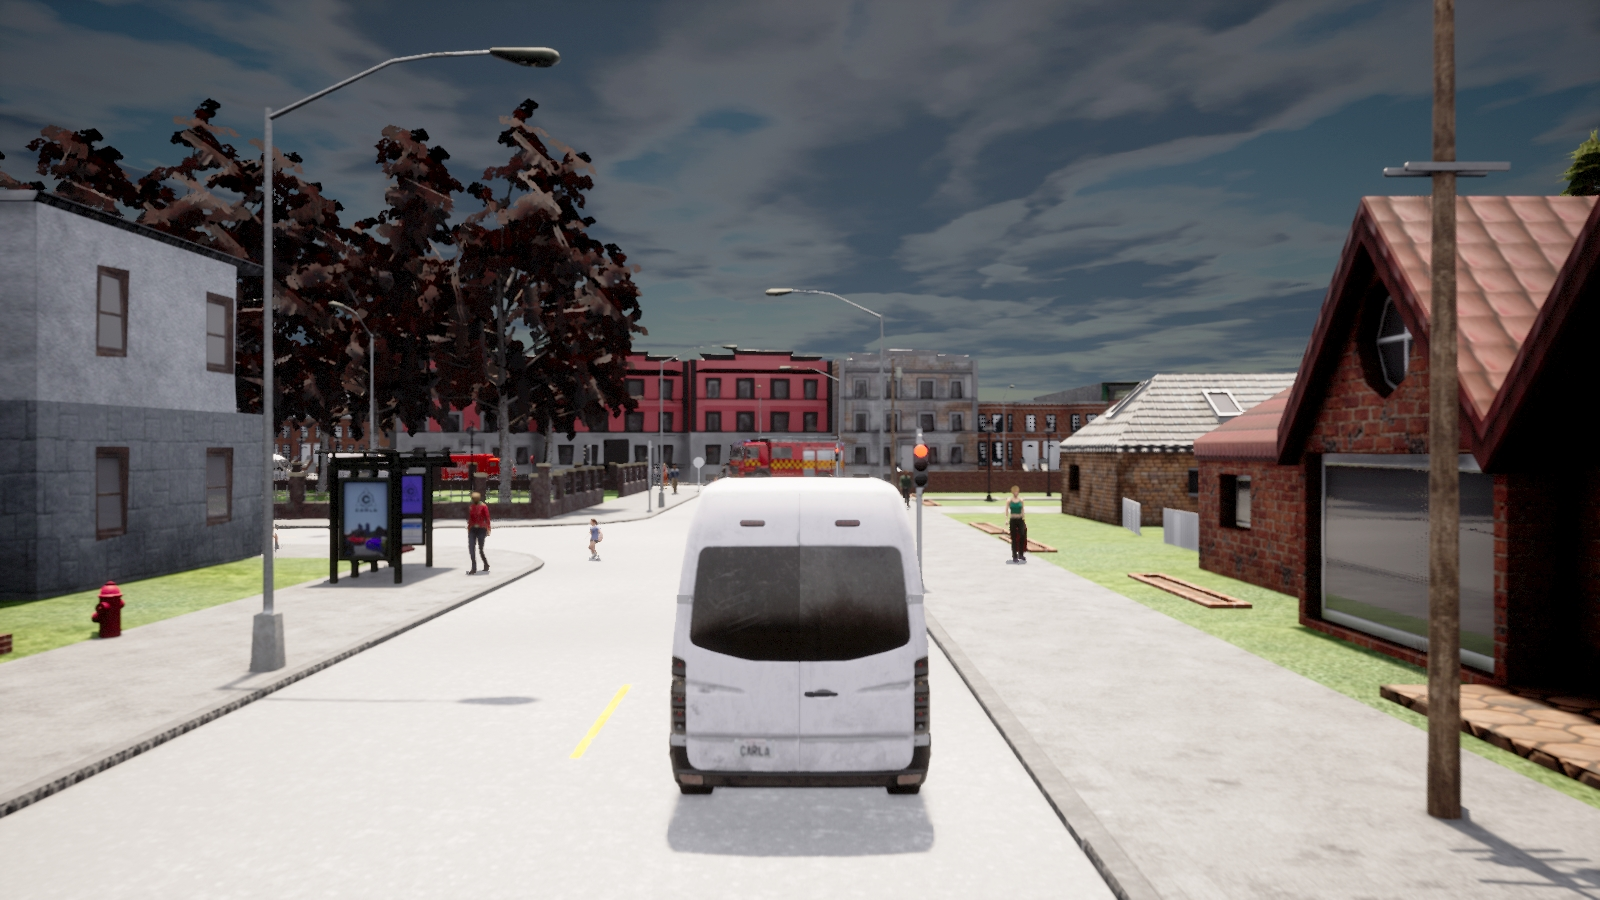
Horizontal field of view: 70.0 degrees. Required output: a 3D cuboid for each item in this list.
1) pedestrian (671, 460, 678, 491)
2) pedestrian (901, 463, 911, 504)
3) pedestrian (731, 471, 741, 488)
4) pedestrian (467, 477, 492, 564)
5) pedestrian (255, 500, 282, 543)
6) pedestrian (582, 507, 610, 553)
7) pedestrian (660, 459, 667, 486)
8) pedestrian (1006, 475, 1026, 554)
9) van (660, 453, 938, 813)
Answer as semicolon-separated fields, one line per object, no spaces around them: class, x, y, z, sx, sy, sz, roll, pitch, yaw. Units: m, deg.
pedestrian;-7.570;1.527;69.041;0.375;1.860;0.375;0;0;2
pedestrian;4.817;1.524;51.916;0.375;1.860;0.375;0;0;-6
pedestrian;-4.387;2.009;78.237;0.500;1.100;0.500;0;0;26
pedestrian;-6.972;1.518;24.859;0.375;1.860;0.375;0;0;13
pedestrian;-14.161;1.896;30.445;0.500;1.100;0.500;0;0;-5
pedestrian;-5.147;2.009;28.819;0.500;1.100;0.500;0;0;41
pedestrian;-9.226;1.524;77.243;0.375;1.860;0.375;0;0;19
pedestrian;5.133;1.524;27.156;0.375;1.860;0.375;0;0;-1
van;-0.005;1.315;11.129;1.988;2.561;5.915;0;0;0
